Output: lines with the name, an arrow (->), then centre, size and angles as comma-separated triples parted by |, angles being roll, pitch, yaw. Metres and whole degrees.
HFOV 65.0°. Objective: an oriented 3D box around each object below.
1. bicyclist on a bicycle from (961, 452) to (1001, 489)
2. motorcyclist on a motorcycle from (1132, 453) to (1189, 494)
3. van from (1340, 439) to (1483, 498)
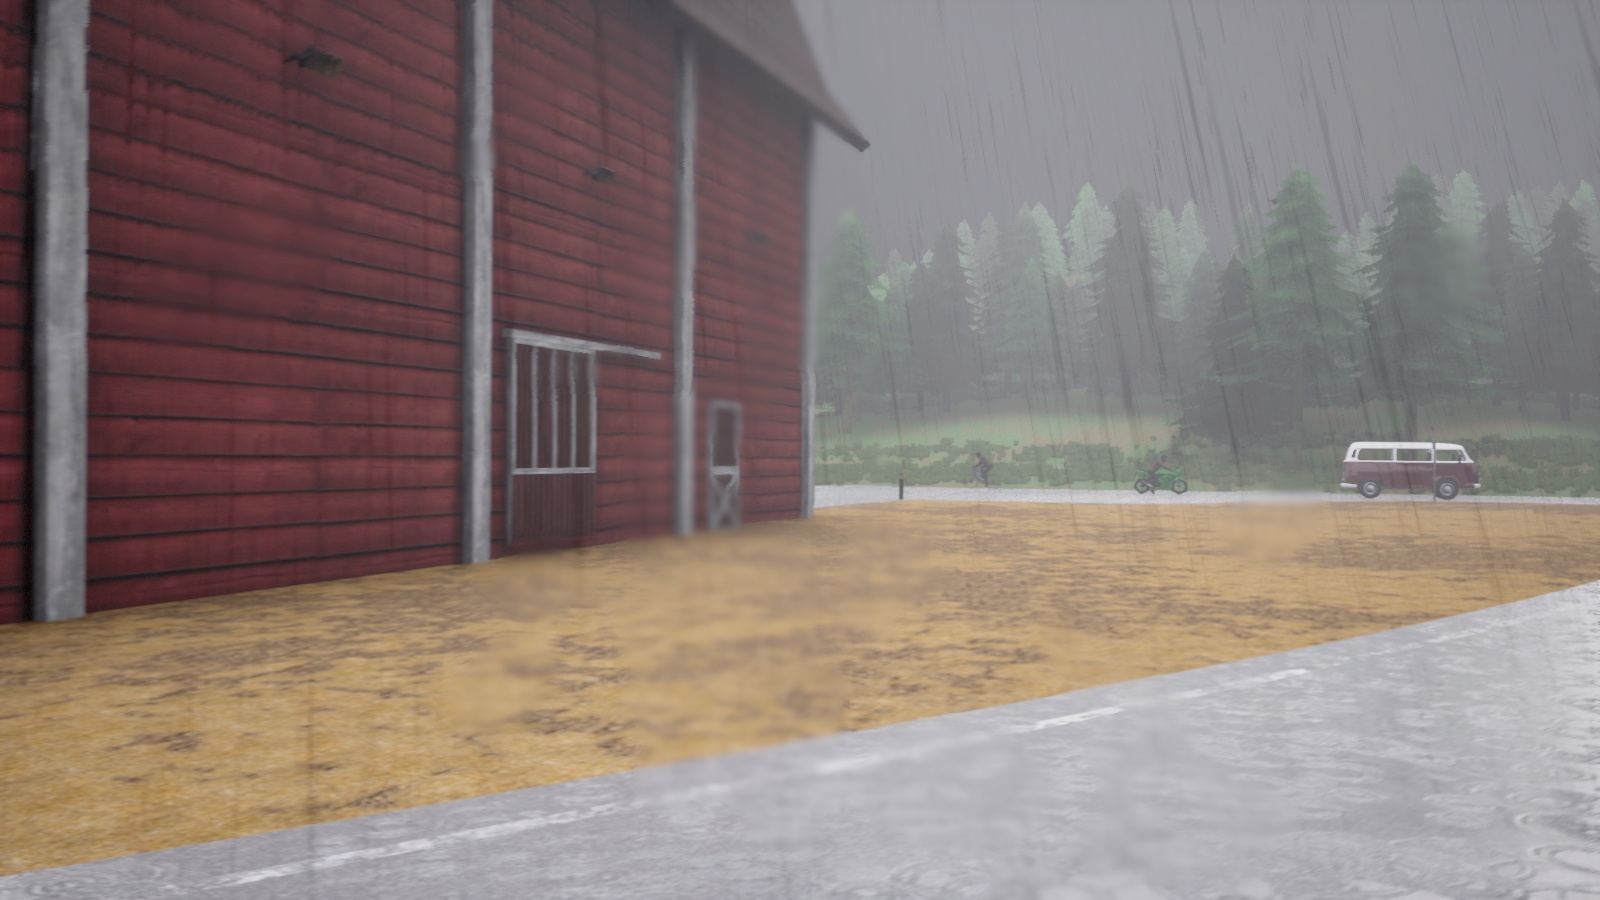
bicyclist on a bicycle -> 7.860, 0.881, 54.551 | 1.656, 1.620, 0.582 | 0, 0, 22
motorcyclist on a motorcycle -> 13.860, 0.891, 48.298 | 2.044, 1.523, 0.797 | 0, 0, 22
van -> 21.813, 0.629, 45.026 | 4.480, 2.038, 2.069 | 0, 0, 22
